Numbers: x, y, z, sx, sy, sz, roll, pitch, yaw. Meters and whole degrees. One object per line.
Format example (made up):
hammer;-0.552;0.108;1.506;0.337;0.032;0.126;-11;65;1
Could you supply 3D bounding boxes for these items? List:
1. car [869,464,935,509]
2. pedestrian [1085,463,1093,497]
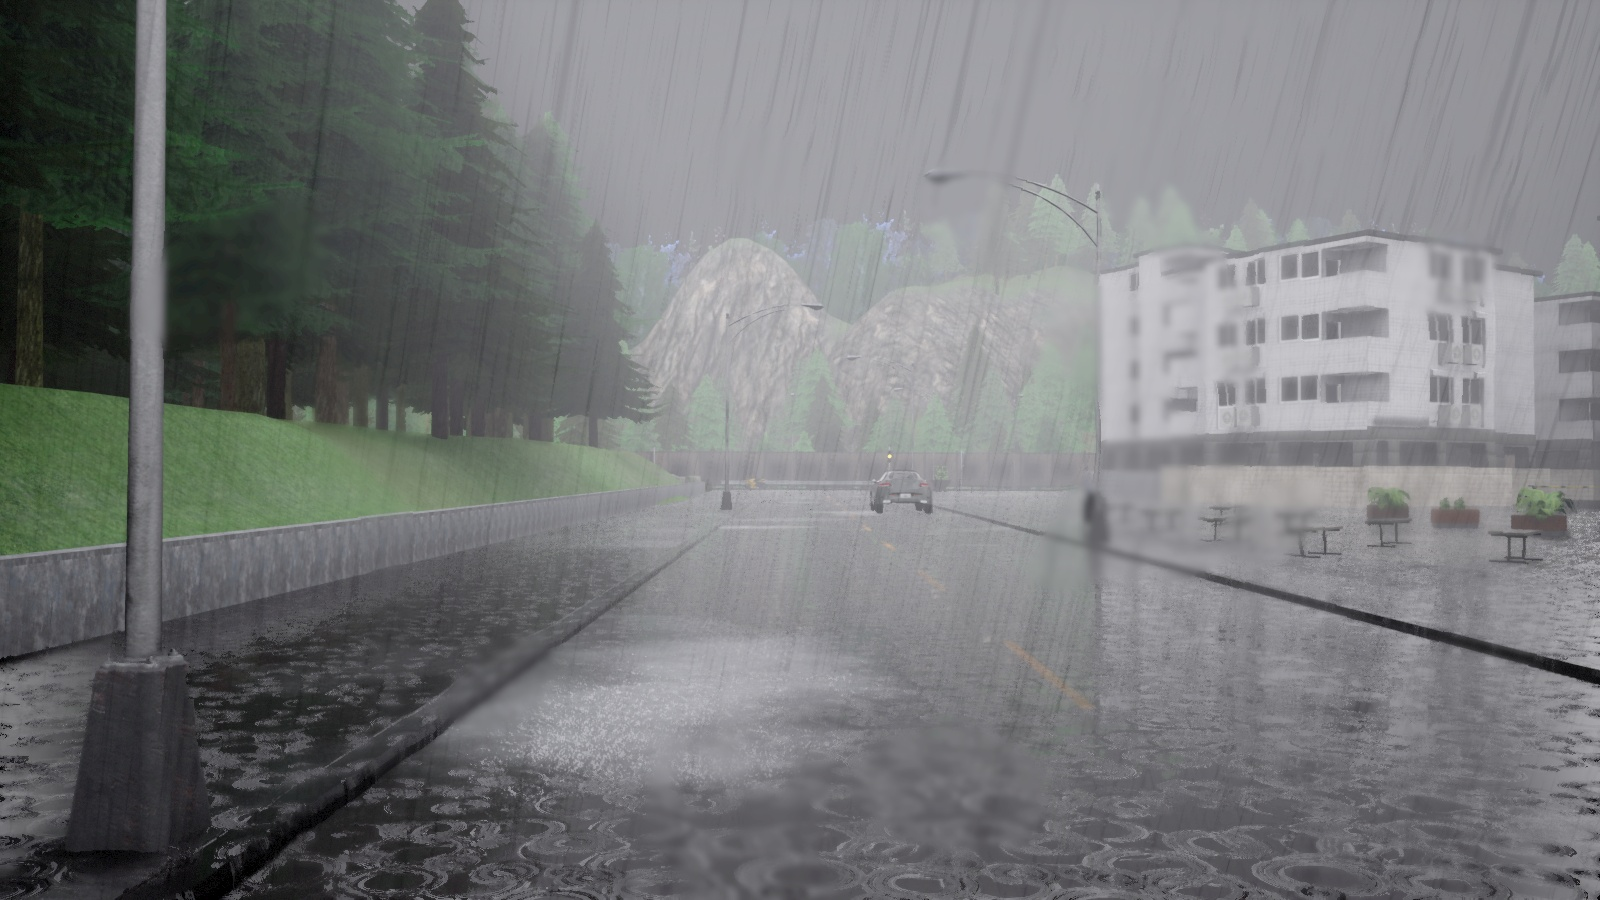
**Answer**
car;3.890;1.396;48.831;2.152;1.651;5.027;0;-1;0
pedestrian;15.596;1.596;67.670;0.354;1.836;0.706;0;-1;9
